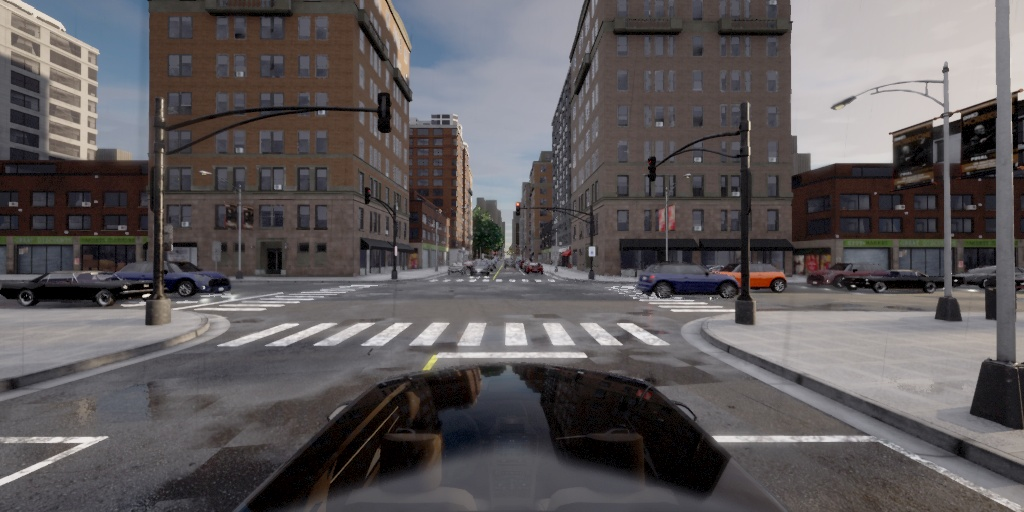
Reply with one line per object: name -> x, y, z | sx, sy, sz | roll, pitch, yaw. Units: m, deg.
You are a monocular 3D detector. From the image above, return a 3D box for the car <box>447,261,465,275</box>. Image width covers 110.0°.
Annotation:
car -> -6.064, 1.329, 39.814 | 2.007, 1.370, 4.403 | 0, 0, -1

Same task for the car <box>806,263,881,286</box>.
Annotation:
car -> 22.885, 1.249, 24.453 | 4.553, 1.767, 2.097 | 0, 0, -1

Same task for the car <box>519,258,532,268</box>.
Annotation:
car -> 2.334, 1.325, 51.091 | 1.751, 1.417, 4.829 | 0, 0, -1

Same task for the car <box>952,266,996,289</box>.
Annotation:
car -> 32.769, 1.446, 24.524 | 4.892, 1.490, 1.837 | 0, 0, 0

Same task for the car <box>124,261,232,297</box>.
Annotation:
car -> -16.447, 1.024, 17.470 | 4.553, 1.767, 2.097 | 0, 0, -1

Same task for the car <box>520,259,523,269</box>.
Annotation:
car -> 2.399, 1.354, 45.414 | 1.948, 1.339, 4.313 | 0, 0, -1

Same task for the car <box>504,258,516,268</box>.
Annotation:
car -> -0.348, 1.316, 61.143 | 2.128, 1.511, 4.902 | 0, 0, -1

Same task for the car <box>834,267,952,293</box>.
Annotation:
car -> 22.377, 1.469, 21.199 | 4.718, 1.301, 1.895 | 0, 0, -1

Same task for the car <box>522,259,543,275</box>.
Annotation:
car -> 2.461, 1.324, 39.907 | 1.888, 1.381, 4.507 | 0, 0, -1

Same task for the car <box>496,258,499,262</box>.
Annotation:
car -> -3.487, 1.322, 57.744 | 1.837, 1.490, 4.892 | 0, 0, 0

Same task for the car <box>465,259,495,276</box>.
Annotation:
car -> -3.268, 1.268, 37.559 | 2.128, 1.511, 4.902 | 0, 0, 0

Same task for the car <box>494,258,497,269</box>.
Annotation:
car -> -3.376, 1.340, 47.363 | 2.033, 1.411, 5.357 | 0, 0, -1

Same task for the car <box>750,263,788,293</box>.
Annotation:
car -> 13.391, 1.180, 21.130 | 4.553, 1.767, 2.097 | 0, 0, 0

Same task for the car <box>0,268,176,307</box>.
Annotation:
car -> -16.666, 1.246, 14.185 | 4.718, 1.301, 1.895 | 0, 0, 0

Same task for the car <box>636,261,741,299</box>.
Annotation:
car -> 8.619, 1.131, 17.639 | 4.553, 1.767, 2.097 | 0, 0, 0

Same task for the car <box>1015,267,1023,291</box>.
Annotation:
car -> 32.316, 1.477, 21.271 | 4.181, 1.385, 1.994 | 0, 0, -1

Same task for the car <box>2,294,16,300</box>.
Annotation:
car -> -5.855, 1.190, 1.453 | 1.967, 1.591, 4.097 | 0, 0, 0

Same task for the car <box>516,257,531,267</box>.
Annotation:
car -> 2.273, 1.128, 56.427 | 2.192, 1.841, 5.009 | 0, 0, -1
